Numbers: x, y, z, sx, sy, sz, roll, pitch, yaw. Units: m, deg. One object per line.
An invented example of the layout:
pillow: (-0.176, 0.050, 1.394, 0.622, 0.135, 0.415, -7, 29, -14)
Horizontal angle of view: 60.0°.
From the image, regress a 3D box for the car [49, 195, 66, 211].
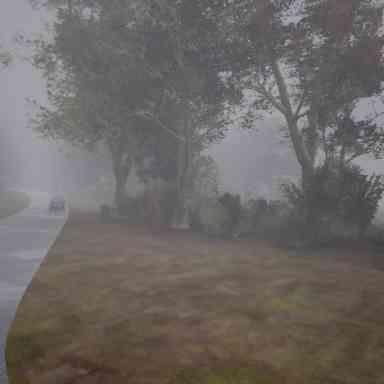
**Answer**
car: (-17.946, 1.631, 44.227, 2.128, 1.511, 4.902, -1, 1, -21)

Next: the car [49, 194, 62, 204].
car: (-24.106, 1.208, 58.775, 1.837, 1.490, 4.892, 0, 2, -25)
